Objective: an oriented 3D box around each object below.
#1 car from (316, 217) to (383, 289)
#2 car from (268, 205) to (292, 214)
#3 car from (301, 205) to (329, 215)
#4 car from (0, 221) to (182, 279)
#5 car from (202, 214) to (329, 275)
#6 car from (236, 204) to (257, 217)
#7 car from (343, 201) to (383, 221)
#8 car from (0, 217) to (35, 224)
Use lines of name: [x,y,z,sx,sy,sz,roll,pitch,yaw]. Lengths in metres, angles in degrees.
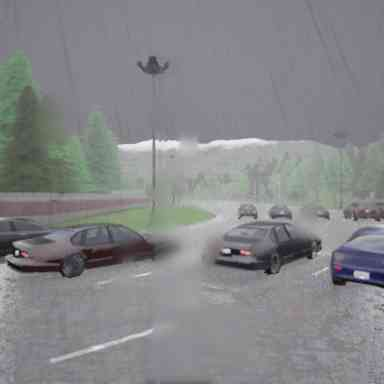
car: [5.197,1.622,8.801,1.812,1.442,4.674,0,-1,43]
car: [8.775,1.964,33.398,1.994,1.385,4.181,0,-1,8]
car: [12.244,1.948,33.255,1.994,1.385,4.181,0,-1,7]
car: [-2.860,1.702,10.689,5.357,1.411,2.033,0,-1,-42]
car: [2.557,1.684,11.033,2.033,1.411,5.357,-1,-1,40]
car: [5.677,1.974,34.482,2.033,1.411,5.357,0,-1,5]
car: [15.268,1.684,30.201,2.097,1.767,4.553,0,-1,11]
car: [-6.513,1.698,12.315,4.892,1.490,1.837,0,0,-38]
